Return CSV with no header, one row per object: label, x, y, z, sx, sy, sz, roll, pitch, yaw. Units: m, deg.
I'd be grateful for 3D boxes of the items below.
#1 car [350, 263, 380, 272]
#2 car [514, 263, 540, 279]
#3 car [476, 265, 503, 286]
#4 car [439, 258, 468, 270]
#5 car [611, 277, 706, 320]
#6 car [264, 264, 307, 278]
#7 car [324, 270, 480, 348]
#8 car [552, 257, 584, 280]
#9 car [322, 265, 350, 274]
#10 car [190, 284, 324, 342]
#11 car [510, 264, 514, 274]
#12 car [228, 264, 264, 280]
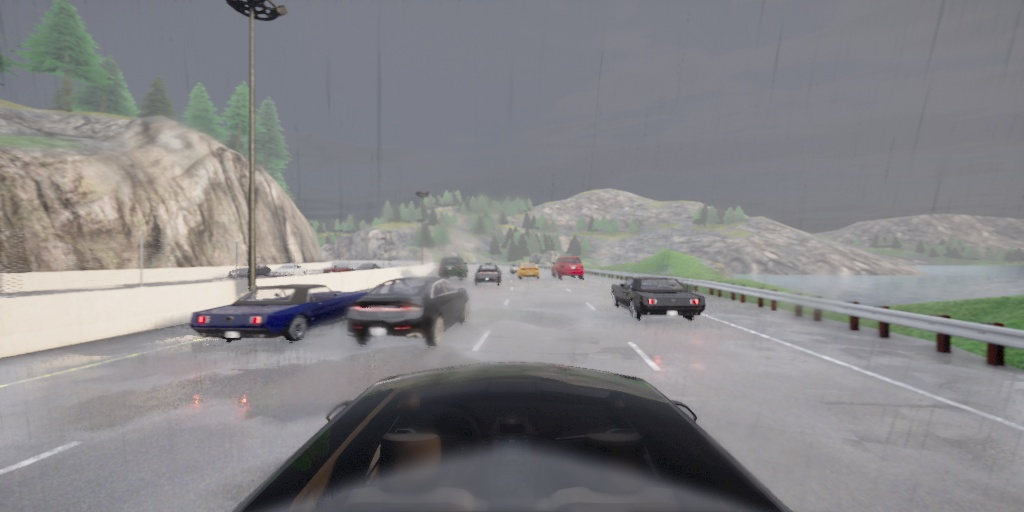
car,-16.629,1.564,41.410,1.837,1.490,4.892,0,0,-5
car,1.530,1.407,34.669,1.882,1.535,5.008,0,0,-2
car,-1.752,1.397,27.360,2.128,1.511,4.902,0,0,0
car,-5.375,1.177,33.114,2.150,2.045,5.566,0,0,-2
car,4.873,1.389,12.749,1.895,1.301,4.718,0,0,4
car,-23.336,1.597,37.580,1.812,1.442,4.674,0,0,-5
car,-2.411,1.297,9.490,2.128,1.511,4.902,0,0,5
car,5.122,1.125,33.328,2.150,2.045,5.566,0,0,-2
car,-20.147,1.679,41.570,1.895,1.301,4.718,0,0,-5
car,-5.877,1.428,9.998,1.895,1.301,4.718,0,0,5
car,0.784,1.593,44.944,1.895,1.301,4.718,0,0,-6
car,-26.796,1.576,36.810,2.128,1.511,4.902,0,0,-4
